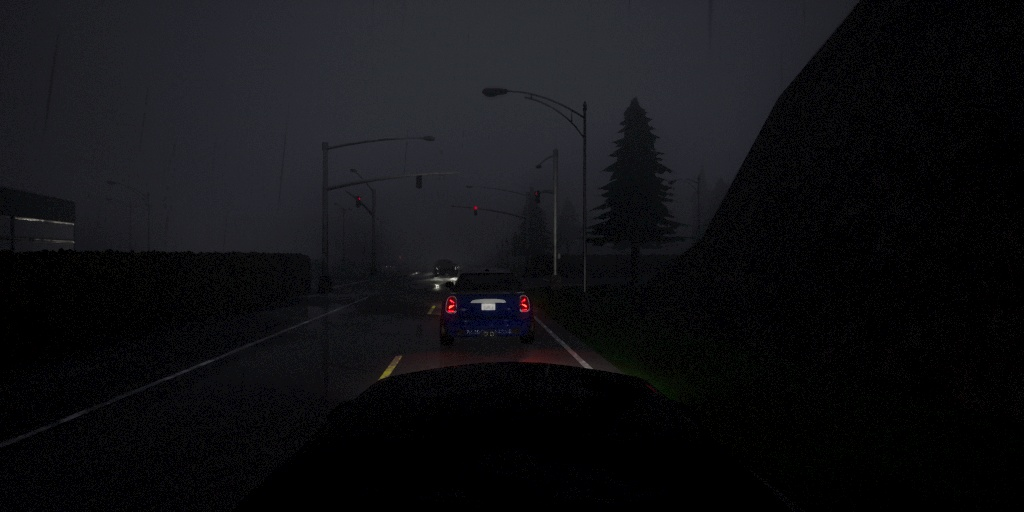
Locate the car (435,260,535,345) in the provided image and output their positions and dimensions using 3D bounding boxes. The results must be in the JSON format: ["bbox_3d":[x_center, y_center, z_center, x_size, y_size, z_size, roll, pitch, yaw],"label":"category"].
[{"bbox_3d":[-0.737,1.102,9.753,2.097,1.767,4.553,0,0,-6],"label":"car"}]

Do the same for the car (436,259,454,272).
[{"bbox_3d":[-9.053,1.237,48.824,2.128,1.511,4.902,0,0,-7],"label":"car"}]

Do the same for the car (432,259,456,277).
[{"bbox_3d":[-6.588,1.102,34.914,2.097,1.767,4.553,0,0,-17],"label":"car"}]
